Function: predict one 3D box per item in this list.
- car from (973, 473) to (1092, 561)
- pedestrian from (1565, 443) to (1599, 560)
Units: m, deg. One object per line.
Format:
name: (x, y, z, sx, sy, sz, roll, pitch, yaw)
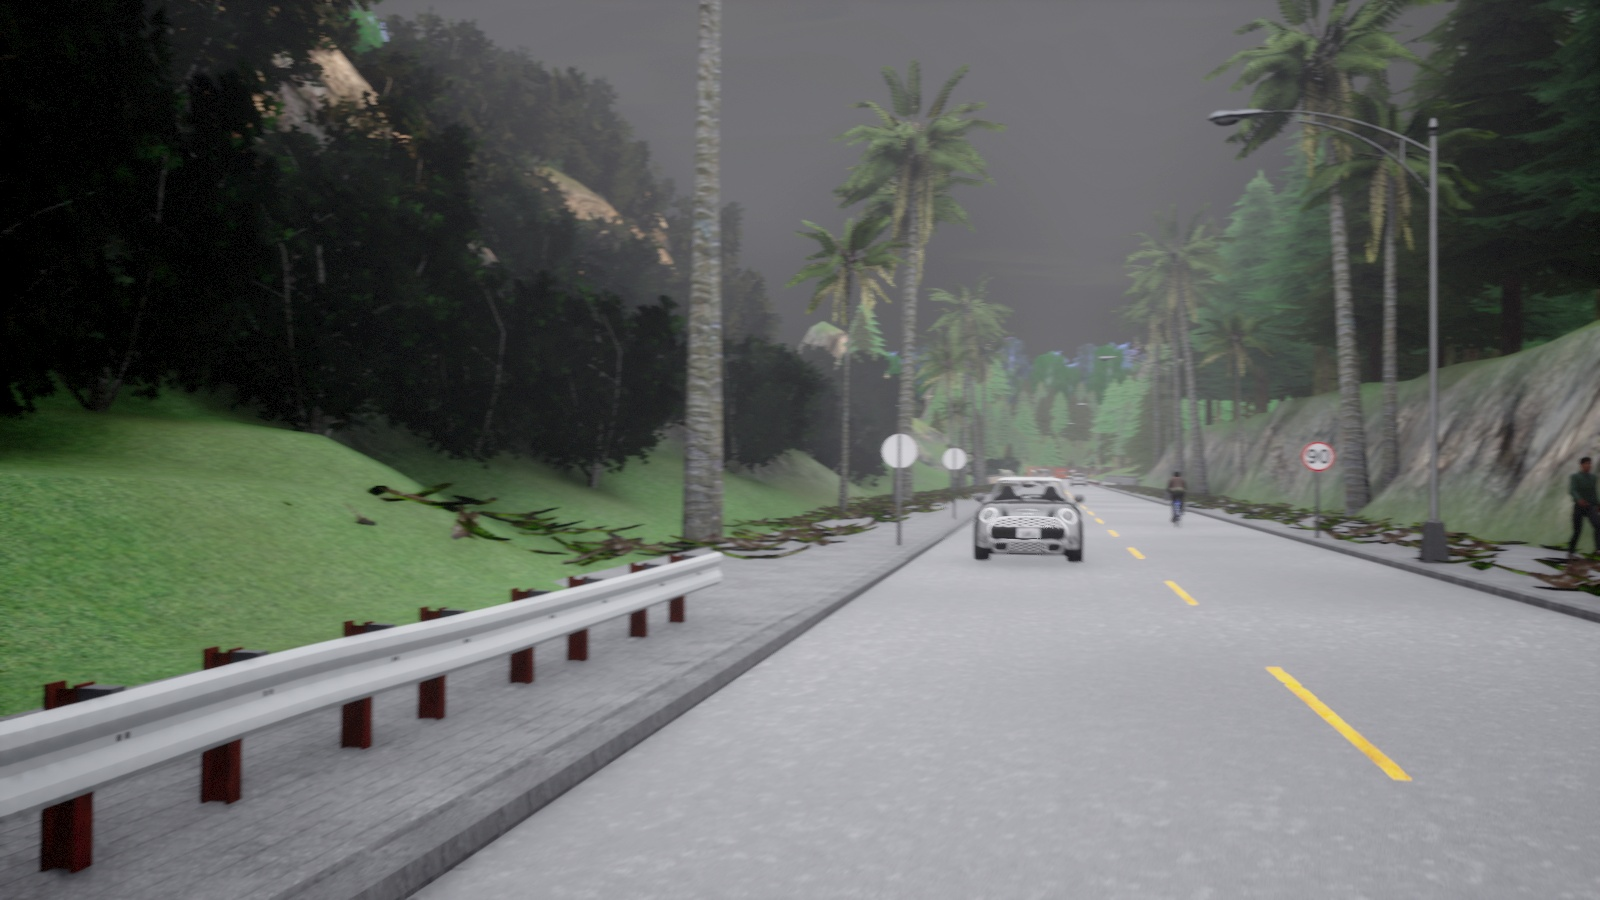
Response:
car: (4.288, 1.162, 23.101, 1.970, 1.475, 3.806, 0, -1, 11)
pedestrian: (13.456, 0.863, 21.368, 0.423, 1.949, 0.788, 0, -1, 3)
